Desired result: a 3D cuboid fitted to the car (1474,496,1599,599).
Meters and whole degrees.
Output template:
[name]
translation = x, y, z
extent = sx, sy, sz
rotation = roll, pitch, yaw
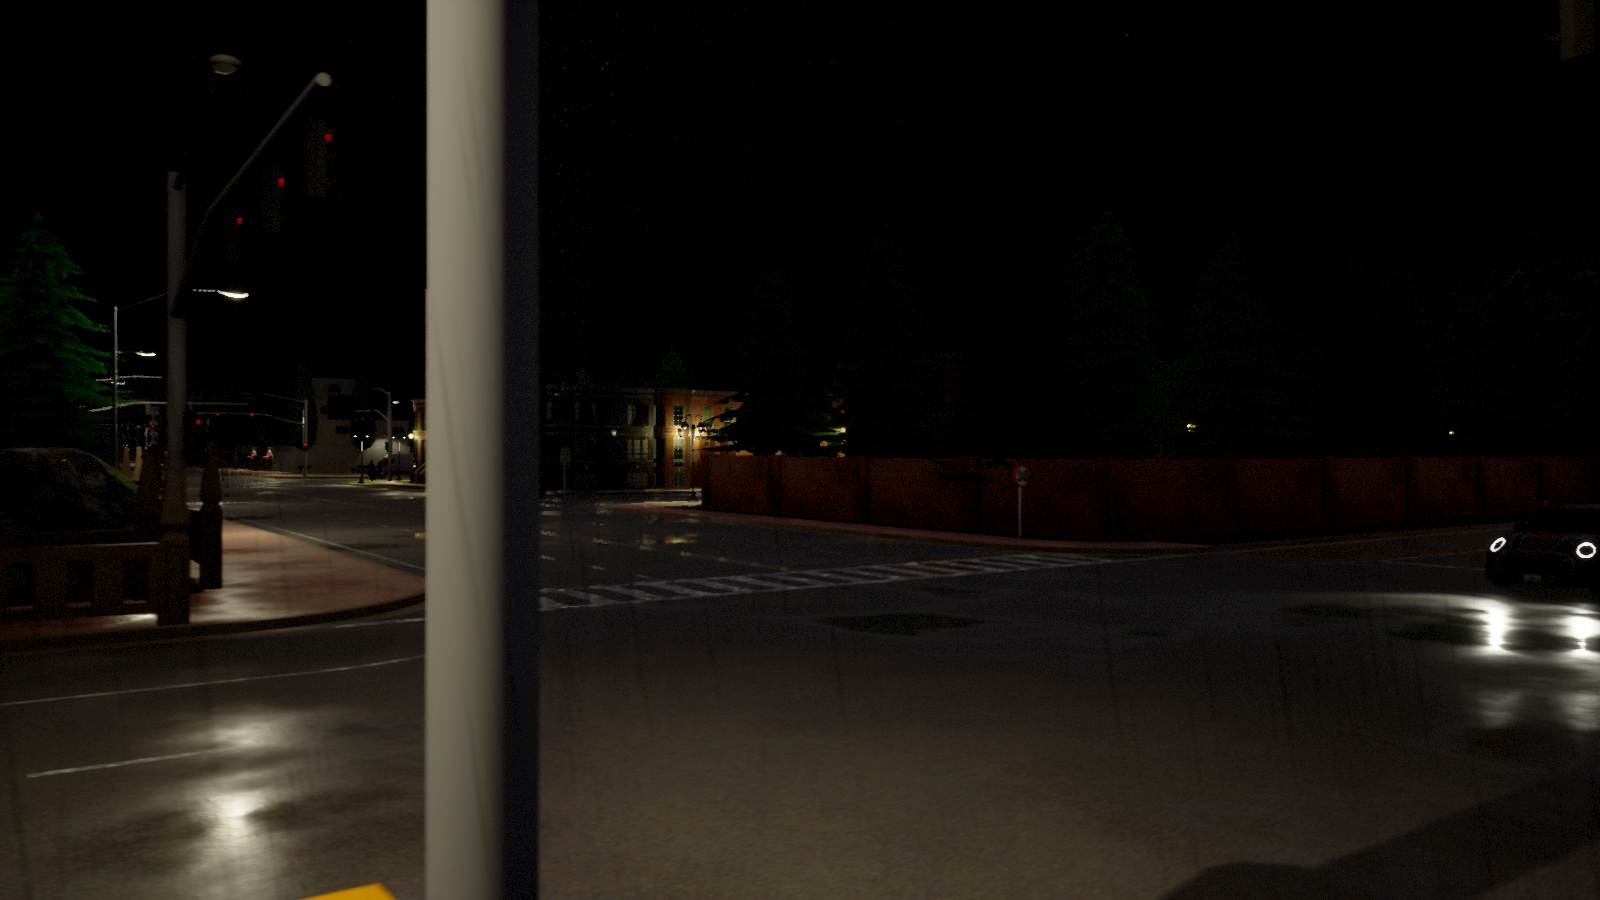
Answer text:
[car]
translation = 16.141, 1.926, 23.650
extent = 4.553, 1.767, 2.097
rotation = 0, 0, -35
